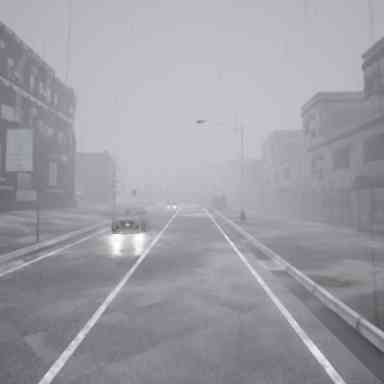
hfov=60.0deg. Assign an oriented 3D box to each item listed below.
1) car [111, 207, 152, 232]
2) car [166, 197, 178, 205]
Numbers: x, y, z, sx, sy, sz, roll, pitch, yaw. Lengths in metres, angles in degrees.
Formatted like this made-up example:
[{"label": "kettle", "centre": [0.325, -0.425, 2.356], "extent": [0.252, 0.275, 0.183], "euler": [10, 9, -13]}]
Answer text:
[{"label": "car", "centre": [-3.583, 1.633, 20.388], "extent": [1.994, 1.385, 4.181], "euler": [0, 0, 0]}, {"label": "car", "centre": [-3.743, 1.699, 61.616], "extent": [2.128, 1.511, 4.902], "euler": [0, 0, -2]}]
